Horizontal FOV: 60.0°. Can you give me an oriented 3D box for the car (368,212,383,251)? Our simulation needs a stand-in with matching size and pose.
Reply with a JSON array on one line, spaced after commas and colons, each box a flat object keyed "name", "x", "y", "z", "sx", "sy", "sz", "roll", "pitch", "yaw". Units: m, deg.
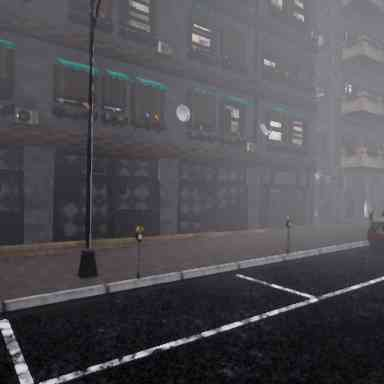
[{"name": "car", "x": 8.863, "y": 1.317, "z": 12.859, "sx": 5.009, "sy": 1.841, "sz": 2.192, "roll": 0, "pitch": 1, "yaw": -35}]
